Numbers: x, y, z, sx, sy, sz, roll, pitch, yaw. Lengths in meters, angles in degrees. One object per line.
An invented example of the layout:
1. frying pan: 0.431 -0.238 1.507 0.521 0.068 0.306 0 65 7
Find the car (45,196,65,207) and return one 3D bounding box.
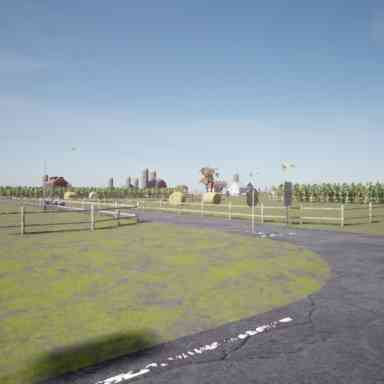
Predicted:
1. car: -20.194 1.412 48.760 2.128 1.511 4.902 1 -1 -40
